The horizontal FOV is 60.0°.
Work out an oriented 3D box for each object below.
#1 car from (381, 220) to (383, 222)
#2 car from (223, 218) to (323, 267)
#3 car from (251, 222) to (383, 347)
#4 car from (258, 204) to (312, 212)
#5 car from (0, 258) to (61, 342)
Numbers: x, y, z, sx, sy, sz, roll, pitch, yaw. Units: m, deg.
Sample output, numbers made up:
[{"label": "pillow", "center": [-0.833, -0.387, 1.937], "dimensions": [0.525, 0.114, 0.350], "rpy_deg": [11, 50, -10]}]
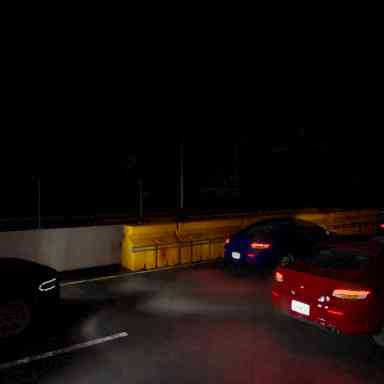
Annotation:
[{"label": "car", "center": [10.853, 1.547, 15.784], "dimensions": [5.357, 1.411, 2.033], "rpy_deg": [0, 0, -36]}, {"label": "car", "center": [3.052, 1.526, 10.226], "dimensions": [4.674, 1.442, 1.812], "rpy_deg": [0, 0, -35]}, {"label": "car", "center": [3.451, 1.526, 6.217], "dimensions": [4.674, 1.442, 1.812], "rpy_deg": [0, 0, -36]}, {"label": "car", "center": [7.431, 1.601, 26.500], "dimensions": [4.718, 1.301, 1.895], "rpy_deg": [0, 0, -36]}, {"label": "car", "center": [-4.560, 1.478, 4.792], "dimensions": [5.008, 1.535, 1.882], "rpy_deg": [0, 0, -35]}]
